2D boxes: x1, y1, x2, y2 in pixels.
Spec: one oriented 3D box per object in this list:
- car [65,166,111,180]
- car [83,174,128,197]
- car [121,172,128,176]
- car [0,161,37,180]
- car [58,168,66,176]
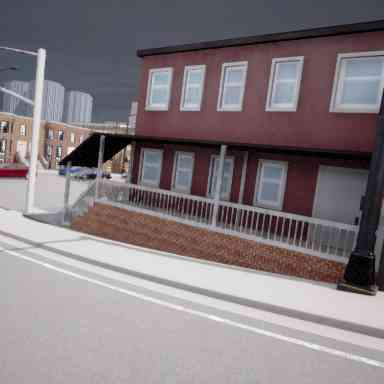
[{"bbox_3d":[-11.847,-2.044,39.322,2.128,1.511,4.902,10,6,35],"label":"car"},{"bbox_3d":[-6.731,-0.396,28.348,1.994,1.385,4.181,10,6,35],"label":"car"},{"bbox_3d":[-8.427,-2.552,49.946,2.128,1.511,4.902,10,6,36],"label":"car"},{"bbox_3d":[-17.364,-2.062,31.673,1.882,1.535,5.008,10,6,35],"label":"car"},{"bbox_3d":[-14.303,-2.574,41.833,1.882,1.535,5.008,10,6,36],"label":"car"}]
